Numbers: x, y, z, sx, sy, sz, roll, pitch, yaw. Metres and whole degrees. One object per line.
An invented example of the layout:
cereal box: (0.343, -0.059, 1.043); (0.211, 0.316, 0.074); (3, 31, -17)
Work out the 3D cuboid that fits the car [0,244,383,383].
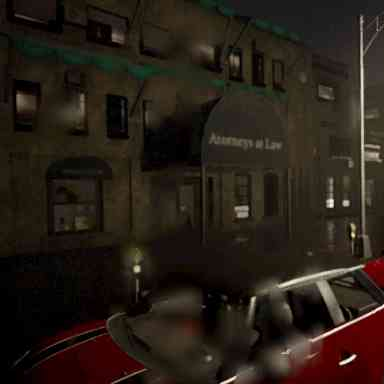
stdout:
car: (0.304, 1.421, 3.091); (4.097, 1.590, 1.967); (-1, 0, -35)
